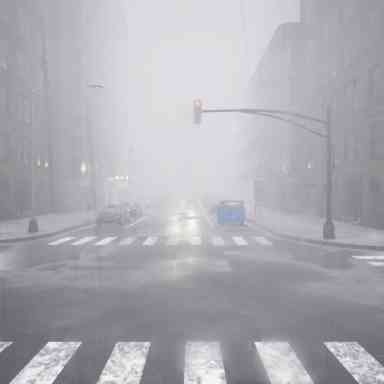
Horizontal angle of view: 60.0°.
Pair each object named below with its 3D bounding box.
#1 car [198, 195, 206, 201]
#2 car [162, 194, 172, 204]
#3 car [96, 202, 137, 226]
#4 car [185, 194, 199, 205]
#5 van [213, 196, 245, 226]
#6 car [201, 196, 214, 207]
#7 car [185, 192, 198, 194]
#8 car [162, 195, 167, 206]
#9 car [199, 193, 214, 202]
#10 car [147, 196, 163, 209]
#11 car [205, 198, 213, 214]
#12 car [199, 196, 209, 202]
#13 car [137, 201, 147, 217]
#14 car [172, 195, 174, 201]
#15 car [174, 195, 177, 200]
[{"bbox_3d":[2.623,1.531,85.691,1.947,1.339,4.313,0,0,0],"label":"car"},{"bbox_3d":[-5.399,1.548,62.960,1.947,1.339,4.313,0,0,0],"label":"car"},{"bbox_3d":[-5.392,1.550,23.187,2.008,1.369,4.403,0,0,0],"label":"car"},{"bbox_3d":[0.093,1.512,57.276,1.812,1.442,4.674,0,0,0],"label":"car"},{"bbox_3d":[2.633,1.340,23.197,1.690,1.788,3.998,0,0,0],"label":"van"},{"bbox_3d":[2.629,1.576,45.922,1.802,1.307,4.206,0,0,0],"label":"car"},{"bbox_3d":[0.083,1.331,67.106,2.097,1.767,4.553,0,0,-2],"label":"car"},{"bbox_3d":[-5.397,1.556,51.596,1.947,1.339,4.313,0,0,0],"label":"car"},{"bbox_3d":[2.629,1.305,51.603,2.192,1.841,5.009,0,0,0],"label":"car"},{"bbox_3d":[-5.396,1.520,45.744,1.752,1.417,4.829,0,0,0],"label":"car"},{"bbox_3d":[2.631,1.580,34.559,1.802,1.307,4.206,0,0,0],"label":"car"},{"bbox_3d":[2.625,1.524,74.328,2.008,1.369,4.403,0,0,0],"label":"car"},{"bbox_3d":[-5.393,1.543,28.868,1.887,1.381,4.507,0,0,0],"label":"car"},{"bbox_3d":[-5.400,1.293,68.641,2.192,1.841,5.009,0,0,0],"label":"car"},{"bbox_3d":[-5.401,1.410,80.005,1.967,1.590,4.097,0,0,0],"label":"car"}]
